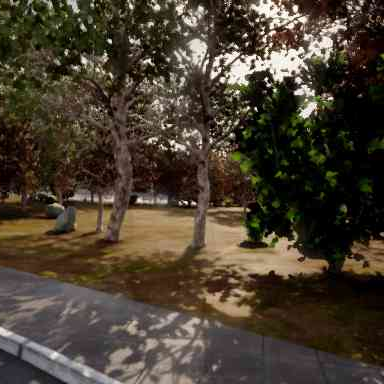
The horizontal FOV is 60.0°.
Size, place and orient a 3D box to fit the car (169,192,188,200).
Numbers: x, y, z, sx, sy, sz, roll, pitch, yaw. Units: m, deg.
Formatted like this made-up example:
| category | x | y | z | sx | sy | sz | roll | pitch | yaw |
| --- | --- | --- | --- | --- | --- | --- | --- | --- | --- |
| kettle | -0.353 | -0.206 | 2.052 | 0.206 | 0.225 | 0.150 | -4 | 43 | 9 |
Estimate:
| category | x | y | z | sx | sy | sz | roll | pitch | yaw |
| --- | --- | --- | --- | --- | --- | --- | --- | --- | --- |
| car | -4.078 | 1.173 | 94.462 | 2.435 | 2.045 | 5.566 | 6 | 1 | 41 |
